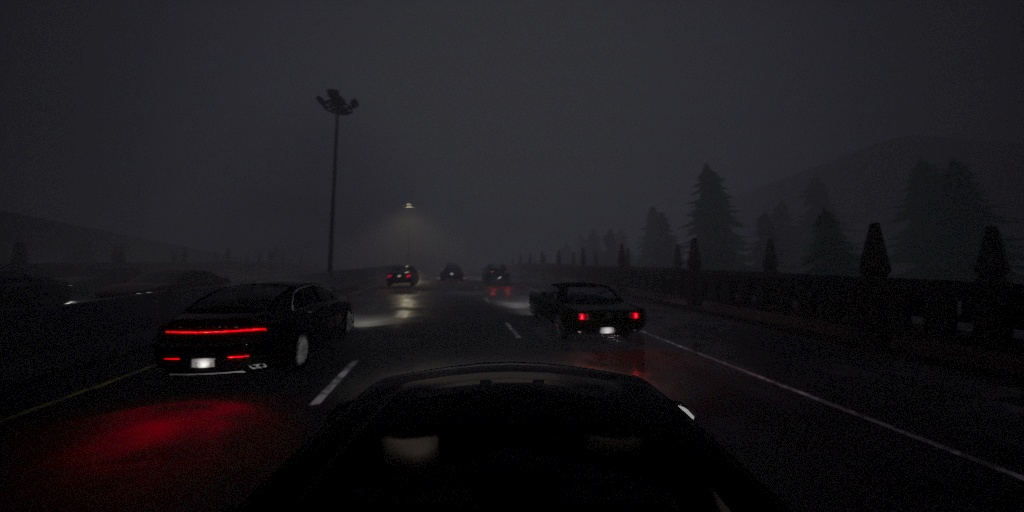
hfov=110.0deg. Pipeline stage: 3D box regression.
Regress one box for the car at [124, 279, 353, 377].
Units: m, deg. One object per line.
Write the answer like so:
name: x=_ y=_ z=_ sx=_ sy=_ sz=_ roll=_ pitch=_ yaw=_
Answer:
car: x=-4.779 y=1.269 z=7.473 sx=1.837 sy=1.490 sz=4.892 roll=0 pitch=0 yaw=-10

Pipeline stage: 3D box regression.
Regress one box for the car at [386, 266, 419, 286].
car: x=-8.005 y=1.420 z=26.562 sx=2.033 sy=1.411 sz=5.357 roll=0 pitch=0 yaw=-10

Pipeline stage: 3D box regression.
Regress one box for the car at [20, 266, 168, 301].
car: x=-21.054 y=1.283 z=18.560 sx=2.033 sy=1.411 sz=5.357 roll=0 pitch=0 yaw=-10

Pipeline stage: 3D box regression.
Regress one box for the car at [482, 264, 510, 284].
car: x=-1.339 y=1.424 z=29.123 sx=2.128 sy=1.511 sz=4.902 roll=0 pitch=0 yaw=-10

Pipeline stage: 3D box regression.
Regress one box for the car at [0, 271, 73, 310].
car: x=-16.148 y=1.203 z=10.536 sx=2.128 sy=1.511 sz=4.902 roll=0 pitch=0 yaw=-10

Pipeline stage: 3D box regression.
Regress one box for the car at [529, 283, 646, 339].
car: x=1.822 y=1.425 z=10.418 sx=1.895 sy=1.301 sz=4.718 roll=0 pitch=0 yaw=-10

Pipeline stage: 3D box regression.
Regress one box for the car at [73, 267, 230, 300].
car: x=-13.160 y=1.231 z=13.862 sx=1.882 sy=1.535 sz=5.008 roll=0 pitch=0 yaw=-10

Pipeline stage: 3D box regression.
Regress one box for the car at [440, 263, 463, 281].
car: x=-5.406 y=1.491 z=32.199 sx=1.994 sy=1.385 sz=4.181 roll=0 pitch=0 yaw=-10
